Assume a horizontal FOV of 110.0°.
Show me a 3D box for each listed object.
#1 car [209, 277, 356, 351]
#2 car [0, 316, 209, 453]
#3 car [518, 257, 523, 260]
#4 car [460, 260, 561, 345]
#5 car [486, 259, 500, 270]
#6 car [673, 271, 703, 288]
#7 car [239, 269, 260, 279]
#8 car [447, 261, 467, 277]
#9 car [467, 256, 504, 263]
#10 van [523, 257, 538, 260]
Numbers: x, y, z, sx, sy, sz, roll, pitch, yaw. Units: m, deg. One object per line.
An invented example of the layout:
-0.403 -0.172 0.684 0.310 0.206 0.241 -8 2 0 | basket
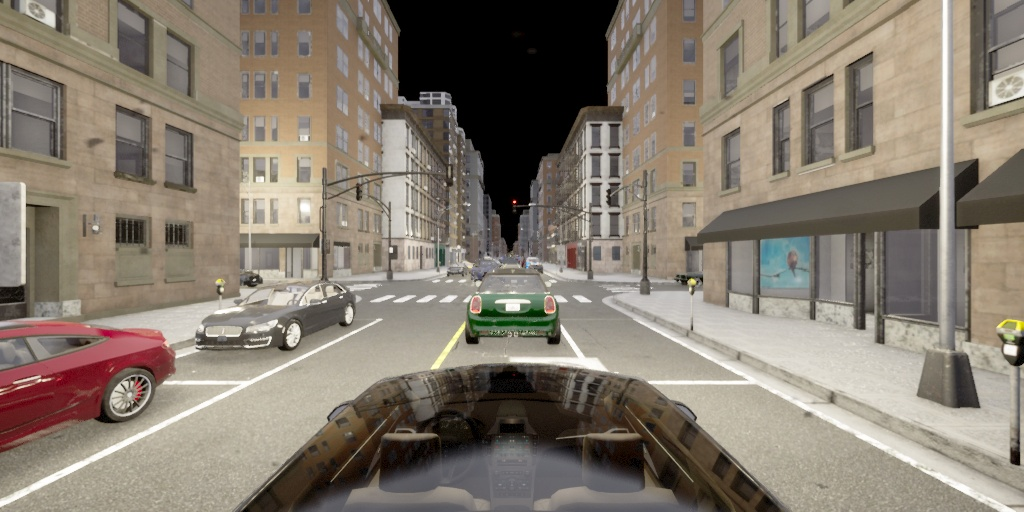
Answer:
-5.389 1.299 8.843 2.007 1.370 4.403 0 0 0 | car
-5.389 1.332 3.161 1.802 1.307 4.207 0 0 0 | car
2.640 1.048 62.751 2.192 1.841 5.009 0 0 0 | car
0.040 1.101 9.685 2.097 1.767 4.553 0 0 1 | car
-2.849 1.262 53.956 1.812 1.442 4.674 0 0 0 | car
13.495 1.428 24.079 4.718 1.301 1.895 0 0 0 | car
-17.145 1.220 21.077 4.181 1.385 1.994 0 0 0 | car
-5.393 1.291 35.719 2.007 1.370 4.403 0 0 0 | car
-1.939 1.095 27.553 2.097 1.767 4.553 0 0 -15 | car
2.637 1.079 46.533 1.690 1.789 3.998 0 0 0 | van
